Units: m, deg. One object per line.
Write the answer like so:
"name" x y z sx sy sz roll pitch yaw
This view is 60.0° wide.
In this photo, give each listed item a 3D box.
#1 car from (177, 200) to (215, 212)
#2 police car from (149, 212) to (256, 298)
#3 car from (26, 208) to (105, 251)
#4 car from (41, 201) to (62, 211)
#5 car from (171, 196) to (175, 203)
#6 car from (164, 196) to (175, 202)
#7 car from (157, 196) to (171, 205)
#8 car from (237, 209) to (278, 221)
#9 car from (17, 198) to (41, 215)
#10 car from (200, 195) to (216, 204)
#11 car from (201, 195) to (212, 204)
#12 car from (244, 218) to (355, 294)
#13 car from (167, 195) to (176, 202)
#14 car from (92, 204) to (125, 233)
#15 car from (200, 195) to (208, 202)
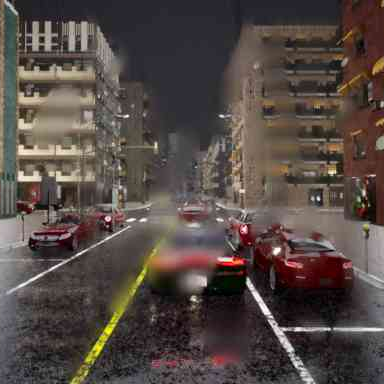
"car" 0.136 1.482 19.800 1.882 1.535 5.008 0 0 0
"police car" 0.126 1.505 8.626 2.038 1.542 4.974 0 0 0
"car" -5.262 1.585 14.089 1.802 1.307 4.206 1 0 0
"car" -17.487 1.590 39.069 4.313 1.339 1.947 0 -1 0
"car" -5.062 1.534 69.023 1.752 1.417 4.829 1 0 0
"car" -5.042 1.575 74.864 1.947 1.339 4.313 1 0 0
"car" -5.103 1.534 57.681 1.752 1.417 4.829 1 0 0
"car" 2.624 1.443 14.083 1.967 1.590 4.097 1 0 0
"car" -17.453 1.240 31.193 5.009 1.841 2.192 0 -1 0
"car" 2.758 1.559 52.182 2.008 1.369 4.403 1 0 0
"car" 2.799 1.449 63.524 1.967 1.590 4.097 1 0 0
"car" 2.603 1.584 8.534 1.802 1.307 4.206 1 0 0
"car" -5.022 1.554 80.534 1.887 1.381 4.507 1 0 0
"car" -5.245 1.444 19.638 1.967 1.590 4.097 1 0 0
"car" 2.859 1.554 80.537 1.887 1.381 4.507 1 0 0
